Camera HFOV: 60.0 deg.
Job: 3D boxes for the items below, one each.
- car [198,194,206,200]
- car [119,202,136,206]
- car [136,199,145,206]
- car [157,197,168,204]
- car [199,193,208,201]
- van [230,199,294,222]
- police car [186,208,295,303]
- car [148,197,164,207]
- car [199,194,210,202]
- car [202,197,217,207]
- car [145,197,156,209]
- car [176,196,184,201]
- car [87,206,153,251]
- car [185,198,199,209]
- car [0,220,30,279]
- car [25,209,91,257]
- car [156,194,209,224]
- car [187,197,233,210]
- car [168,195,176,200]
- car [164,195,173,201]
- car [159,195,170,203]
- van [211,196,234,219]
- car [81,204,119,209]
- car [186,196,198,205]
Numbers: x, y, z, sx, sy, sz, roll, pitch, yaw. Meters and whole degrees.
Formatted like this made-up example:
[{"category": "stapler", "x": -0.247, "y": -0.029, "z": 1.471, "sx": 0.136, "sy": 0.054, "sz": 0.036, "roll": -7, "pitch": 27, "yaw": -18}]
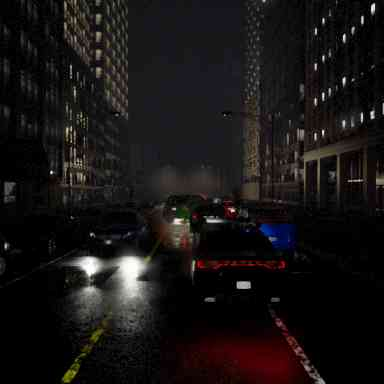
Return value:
[{"category": "car", "x": 2.759, "y": 1.414, "z": 92.512, "sx": 1.967, "sy": 1.590, "sz": 4.097, "roll": -1, "pitch": 0, "yaw": 0}, {"category": "car", "x": -5.679, "y": 1.545, "z": 24.315, "sx": 2.008, "sy": 1.369, "sz": 4.403, "roll": -1, "pitch": 0, "yaw": 0}, {"category": "car", "x": -5.673, "y": 1.575, "z": 29.998, "sx": 1.802, "sy": 1.307, "sz": 4.206, "roll": -1, "pitch": 0, "yaw": 0}, {"category": "car", "x": -5.645, "y": 1.566, "z": 64.100, "sx": 1.802, "sy": 1.307, "sz": 4.206, "roll": -1, "pitch": 0, "yaw": 0}, {"category": "car", "x": 2.747, "y": 1.293, "z": 81.145, "sx": 2.192, "sy": 1.841, "sz": 5.009, "roll": -1, "pitch": 0, "yaw": 0}, {"category": "van", "x": 2.691, "y": 1.338, "z": 12.940, "sx": 1.690, "sy": 1.788, "sz": 3.998, "roll": -1, "pitch": 0, "yaw": 0}, {"category": "police car", "x": 0.906, "y": 1.423, "z": 8.398, "sx": 1.930, "sy": 1.638, "sz": 5.238, "roll": 0, "pitch": 0, "yaw": 0}, {"category": "car", "x": -5.654, "y": 1.538, "z": 52.733, "sx": 2.008, "sy": 1.369, "sz": 4.403, "roll": -1, "pitch": 0, "yaw": 0}, {"category": "car", "x": 2.743, "y": 1.295, "z": 75.461, "sx": 2.192, "sy": 1.841, "sz": 5.009, "roll": -1, "pitch": 0, "yaw": 0}, {"category": "car", "x": 2.726, "y": 1.538, "z": 52.725, "sx": 2.008, "sy": 1.369, "sz": 4.403, "roll": -1, "pitch": 0, "yaw": 0}, {"category": "car", "x": -5.664, "y": 1.541, "z": 41.366, "sx": 2.008, "sy": 1.369, "sz": 4.403, "roll": -1, "pitch": 0, "yaw": 0}, {"category": "car", "x": -2.931, "y": 1.578, "z": 83.672, "sx": 1.895, "sy": 1.301, "sz": 4.718, "roll": 0, "pitch": 0, "yaw": 0}, {"category": "car", "x": -2.988, "y": 1.522, "z": 14.206, "sx": 1.812, "sy": 1.442, "sz": 4.674, "roll": 0, "pitch": 0, "yaw": 0}, {"category": "car", "x": 0.055, "y": 1.590, "z": 46.010, "sx": 1.895, "sy": 1.301, "sz": 4.718, "roll": 0, "pitch": 0, "yaw": 1}, {"category": "car", "x": -5.693, "y": 1.549, "z": 7.264, "sx": 2.008, "sy": 1.369, "sz": 4.403, "roll": -1, "pitch": 0, "yaw": 0}, {"category": "car", "x": -5.688, "y": 1.563, "z": 12.947, "sx": 1.947, "sy": 1.339, "sz": 4.313, "roll": -1, "pitch": 0, "yaw": 0}, {"category": "car", "x": -0.123, "y": 1.214, "z": 24.673, "sx": 2.150, "sy": 2.045, "sz": 5.566, "roll": -1, "pitch": 0, "yaw": 24}, {"category": "car", "x": 0.913, "y": 1.347, "z": 18.259, "sx": 2.097, "sy": 1.767, "sz": 4.553, "roll": 0, "pitch": 0, "yaw": 0}, {"category": "car", "x": -5.621, "y": 1.540, "z": 92.519, "sx": 1.947, "sy": 1.339, "sz": 4.313, "roll": -1, "pitch": 0, "yaw": 0}, {"category": "car", "x": -5.631, "y": 1.504, "z": 80.981, "sx": 1.752, "sy": 1.417, "sz": 4.829, "roll": -1, "pitch": 0, "yaw": 0}, {"category": "car", "x": -5.641, "y": 1.422, "z": 69.784, "sx": 1.967, "sy": 1.590, "sz": 4.097, "roll": -1, "pitch": 0, "yaw": 0}, {"category": "van", "x": 2.705, "y": 1.334, "z": 29.991, "sx": 1.690, "sy": 1.788, "sz": 3.998, "roll": -1, "pitch": 0, "yaw": 0}, {"category": "car", "x": -5.683, "y": 1.540, "z": 18.631, "sx": 1.887, "sy": 1.381, "sz": 4.507, "roll": -1, "pitch": 0, "yaw": 0}, {"category": "car", "x": 0.049, "y": 1.477, "z": 59.299, "sx": 2.128, "sy": 1.511, "sz": 4.902, "roll": 0, "pitch": 0, "yaw": 0}]
